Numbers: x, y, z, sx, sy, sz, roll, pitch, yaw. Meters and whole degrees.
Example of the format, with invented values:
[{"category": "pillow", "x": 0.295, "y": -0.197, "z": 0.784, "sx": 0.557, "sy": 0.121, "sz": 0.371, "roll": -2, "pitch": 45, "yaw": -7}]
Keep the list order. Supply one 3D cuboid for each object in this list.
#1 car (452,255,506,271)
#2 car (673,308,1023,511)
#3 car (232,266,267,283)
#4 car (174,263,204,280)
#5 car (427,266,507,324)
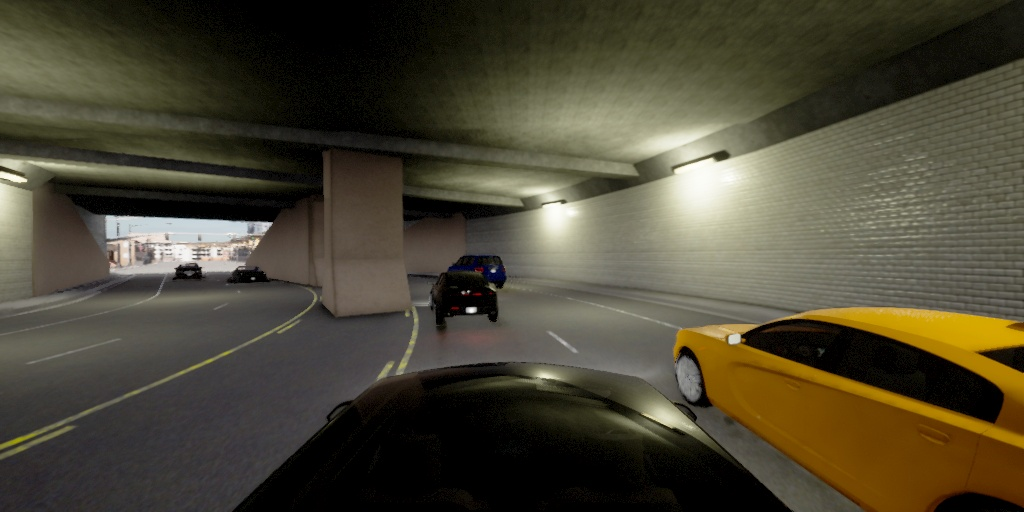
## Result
[{"category": "car", "x": -2.349, "y": 0.940, "z": 22.563, "sx": 2.150, "sy": 2.045, "sz": 5.566, "roll": 0, "pitch": 0, "yaw": -29}, {"category": "car", "x": 3.296, "y": 1.193, "z": 3.150, "sx": 1.882, "sy": 1.535, "sz": 5.008, "roll": 0, "pitch": 0, "yaw": -2}, {"category": "car", "x": -21.811, "y": 1.482, "z": 29.737, "sx": 1.895, "sy": 1.301, "sz": 4.718, "roll": -1, "pitch": 0, "yaw": -43}, {"category": "car", "x": -31.470, "y": 1.450, "z": 34.913, "sx": 2.128, "sy": 1.511, "sz": 4.902, "roll": -1, "pitch": 0, "yaw": -43}, {"category": "car", "x": -1.745, "y": 1.243, "z": 12.116, "sx": 1.837, "sy": 1.490, "sz": 4.892, "roll": 0, "pitch": 0, "yaw": -15}]
